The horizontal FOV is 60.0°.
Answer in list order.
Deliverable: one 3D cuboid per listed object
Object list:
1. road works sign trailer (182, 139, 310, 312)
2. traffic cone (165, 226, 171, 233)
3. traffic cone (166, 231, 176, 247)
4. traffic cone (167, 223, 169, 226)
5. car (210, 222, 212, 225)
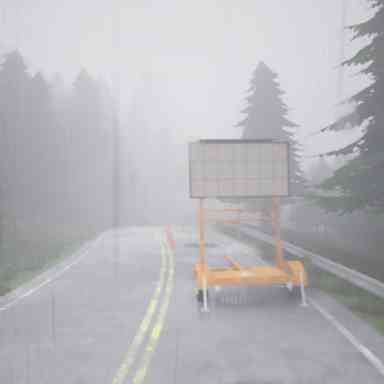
[{"bbox_3d":[1.113,0.541,7.990,2.380,3.560,2.880,-1,-1,-5],"label":"road works sign trailer"},{"bbox_3d":[-1.112,2.166,16.820,0.340,0.580,0.340,0,0,-6],"label":"traffic cone"},{"bbox_3d":[-0.912,2.141,14.834,0.340,0.580,0.340,0,-1,-6],"label":"traffic cone"},{"bbox_3d":[-1.314,2.200,18.814,0.340,0.580,0.340,0,-1,-6],"label":"traffic cone"},{"bbox_3d":[4.557,4.651,48.411,1.882,1.535,5.008,-5,-11,38],"label":"car"}]
